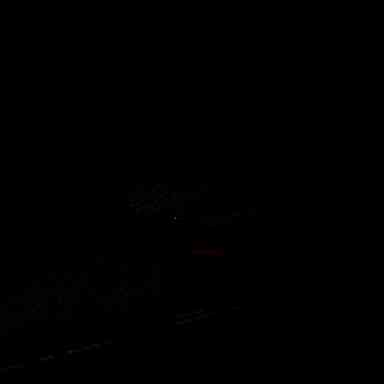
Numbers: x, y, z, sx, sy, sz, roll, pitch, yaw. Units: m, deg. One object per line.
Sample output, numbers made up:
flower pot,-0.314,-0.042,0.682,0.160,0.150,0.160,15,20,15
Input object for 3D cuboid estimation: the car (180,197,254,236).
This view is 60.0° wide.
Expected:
car,0.813,1.275,17.477,5.566,2.045,2.150,0,0,-36

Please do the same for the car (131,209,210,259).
car,-1.959,1.530,11.194,4.892,1.490,1.837,0,0,-36
